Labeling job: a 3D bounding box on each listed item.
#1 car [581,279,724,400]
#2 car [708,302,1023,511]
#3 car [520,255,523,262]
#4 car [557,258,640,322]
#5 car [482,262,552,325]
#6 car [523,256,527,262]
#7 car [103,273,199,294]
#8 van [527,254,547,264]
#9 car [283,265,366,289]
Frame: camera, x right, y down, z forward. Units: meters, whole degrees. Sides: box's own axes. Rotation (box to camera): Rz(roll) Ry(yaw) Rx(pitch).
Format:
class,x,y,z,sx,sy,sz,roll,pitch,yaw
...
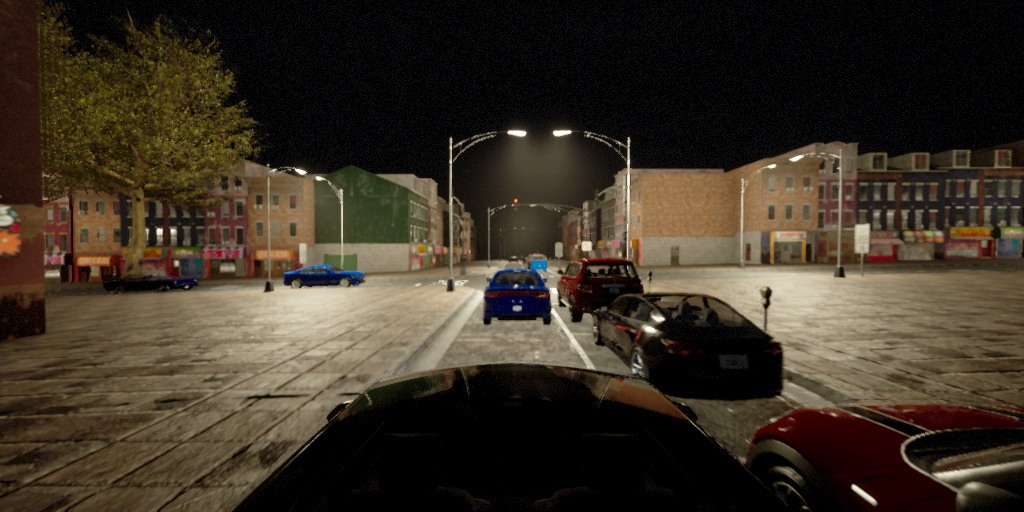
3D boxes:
class,x,y,z,sx,sy,sz,roll,pitch,yaw
car,2.658,1.272,6.347,1.948,1.339,4.313,0,0,0
car,2.633,1.198,0.945,1.967,1.591,4.097,0,0,0
car,2.938,0.760,65.139,2.007,1.370,4.403,0,0,0
car,2.684,0.970,11.749,2.192,1.841,5.009,0,0,0
car,0.162,1.135,11.469,1.882,1.535,5.008,0,1,1
car,2.835,0.691,43.514,2.192,1.841,5.009,0,0,0
car,-23.611,1.792,23.599,4.718,1.301,1.895,-2,1,0
van,2.809,0.761,38.109,1.690,1.789,3.998,0,0,0
car,-12.209,1.334,23.546,5.008,1.535,1.882,-2,1,-1
